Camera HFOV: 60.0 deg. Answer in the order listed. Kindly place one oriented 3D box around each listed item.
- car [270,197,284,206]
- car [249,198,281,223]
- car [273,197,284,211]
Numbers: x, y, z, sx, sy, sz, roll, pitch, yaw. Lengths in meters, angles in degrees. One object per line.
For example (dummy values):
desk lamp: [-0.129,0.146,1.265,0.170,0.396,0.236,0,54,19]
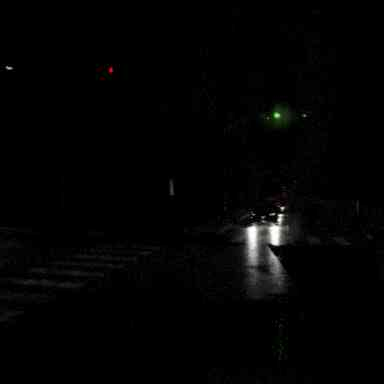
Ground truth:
car: [13.211,1.439,51.575,1.994,1.385,4.181,-1,0,16]
car: [5.428,1.441,24.689,1.837,1.490,4.892,-1,0,16]
car: [8.507,1.381,35.369,1.882,1.535,5.008,-1,0,17]
